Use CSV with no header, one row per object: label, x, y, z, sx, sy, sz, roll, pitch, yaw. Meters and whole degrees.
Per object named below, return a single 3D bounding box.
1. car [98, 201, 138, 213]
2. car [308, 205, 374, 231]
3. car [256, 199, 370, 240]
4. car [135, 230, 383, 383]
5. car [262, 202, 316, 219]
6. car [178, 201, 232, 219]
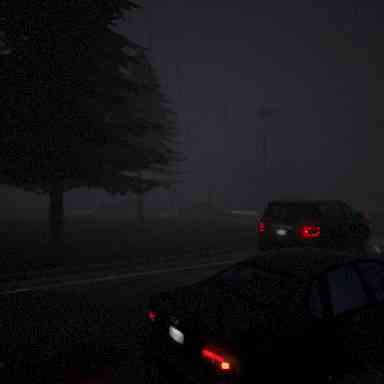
car,-7.948,1.512,36.986,4.892,1.490,1.837,1,-1,-8
car,9.864,1.655,22.363,1.994,1.385,4.181,1,0,-11
car,4.376,1.264,11.586,2.150,2.045,5.566,1,1,42
car,1.912,1.565,4.906,5.357,1.411,2.033,0,0,-34
car,9.070,1.700,31.445,1.895,1.301,4.718,0,0,-37
car,1.031,1.526,29.319,5.008,1.535,1.882,0,-1,33
